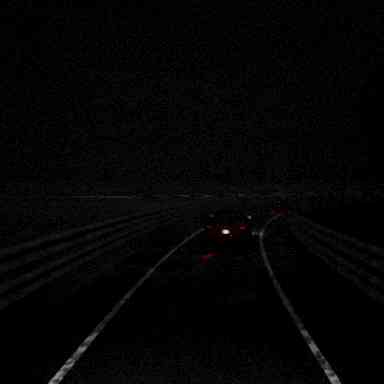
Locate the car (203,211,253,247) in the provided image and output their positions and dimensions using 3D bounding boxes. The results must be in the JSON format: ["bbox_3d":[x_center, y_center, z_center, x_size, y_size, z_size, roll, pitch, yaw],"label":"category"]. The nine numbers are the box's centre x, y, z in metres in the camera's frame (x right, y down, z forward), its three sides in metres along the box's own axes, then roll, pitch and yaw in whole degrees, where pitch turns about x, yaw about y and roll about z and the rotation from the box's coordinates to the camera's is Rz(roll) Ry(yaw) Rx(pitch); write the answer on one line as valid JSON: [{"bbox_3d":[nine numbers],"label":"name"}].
[{"bbox_3d":[1.719,1.529,15.086,1.994,1.385,4.181,1,0,11],"label":"car"}]

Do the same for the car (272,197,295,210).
[{"bbox_3d":[11.287,1.344,40.622,2.128,1.511,4.902,2,1,30],"label":"car"}]
